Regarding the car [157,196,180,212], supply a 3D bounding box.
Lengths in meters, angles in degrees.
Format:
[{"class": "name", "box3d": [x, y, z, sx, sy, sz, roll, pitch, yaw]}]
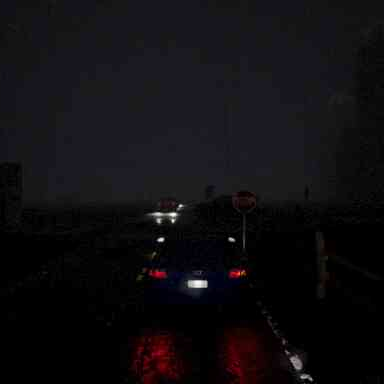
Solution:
[{"class": "car", "box3d": [-2.827, 1.356, 38.662, 2.097, 1.767, 4.553, 0, 0, 0]}]

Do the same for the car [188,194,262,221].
[{"class": "car", "box3d": [2.828, 1.180, 26.788, 5.566, 2.045, 2.150, -2, 1, 35]}]

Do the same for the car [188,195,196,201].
[{"class": "car", "box3d": [0.048, 1.484, 79.344, 1.994, 1.385, 4.181, 0, 0, 0]}]

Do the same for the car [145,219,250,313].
[{"class": "car", "box3d": [0.103, 1.562, 7.765, 1.994, 1.385, 4.181, 0, 0, 0]}]

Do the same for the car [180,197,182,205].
[{"class": "car", "box3d": [-2.815, 1.558, 48.931, 2.033, 1.411, 5.357, 0, 0, 0]}]

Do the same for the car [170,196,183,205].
[{"class": "car", "box3d": [-2.786, 1.514, 60.547, 2.128, 1.511, 4.902, 0, 0, 0]}]
